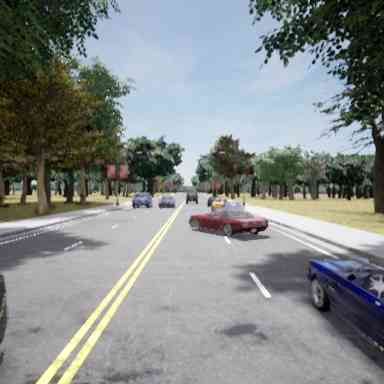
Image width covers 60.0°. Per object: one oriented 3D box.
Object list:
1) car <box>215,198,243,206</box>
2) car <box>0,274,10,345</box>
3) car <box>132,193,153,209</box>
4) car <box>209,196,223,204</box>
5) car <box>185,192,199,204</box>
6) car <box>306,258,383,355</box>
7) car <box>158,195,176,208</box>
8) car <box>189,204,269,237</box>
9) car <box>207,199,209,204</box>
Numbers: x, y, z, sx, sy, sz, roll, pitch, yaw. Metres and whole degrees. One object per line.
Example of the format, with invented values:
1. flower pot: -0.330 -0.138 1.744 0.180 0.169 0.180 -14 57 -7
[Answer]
1. car: 3.252 1.474 26.696 2.033 1.411 5.357 0 0 0
2. car: -3.351 1.468 2.343 1.882 1.535 5.008 0 0 0
3. car: -6.592 1.105 44.521 2.150 2.045 5.566 0 0 0
4. car: 3.251 1.355 37.886 1.801 1.575 5.366 0 0 0
5. car: 0.017 1.082 59.720 2.150 2.045 5.566 0 0 0
6. car: 3.250 1.584 4.726 1.895 1.301 4.718 0 0 0
7. car: -3.339 1.235 44.564 2.097 1.767 4.553 0 0 0
8. car: 1.754 1.551 17.820 1.895 1.301 4.718 0 0 -33
9. car: 3.252 1.308 48.696 2.033 1.649 4.856 0 0 0
